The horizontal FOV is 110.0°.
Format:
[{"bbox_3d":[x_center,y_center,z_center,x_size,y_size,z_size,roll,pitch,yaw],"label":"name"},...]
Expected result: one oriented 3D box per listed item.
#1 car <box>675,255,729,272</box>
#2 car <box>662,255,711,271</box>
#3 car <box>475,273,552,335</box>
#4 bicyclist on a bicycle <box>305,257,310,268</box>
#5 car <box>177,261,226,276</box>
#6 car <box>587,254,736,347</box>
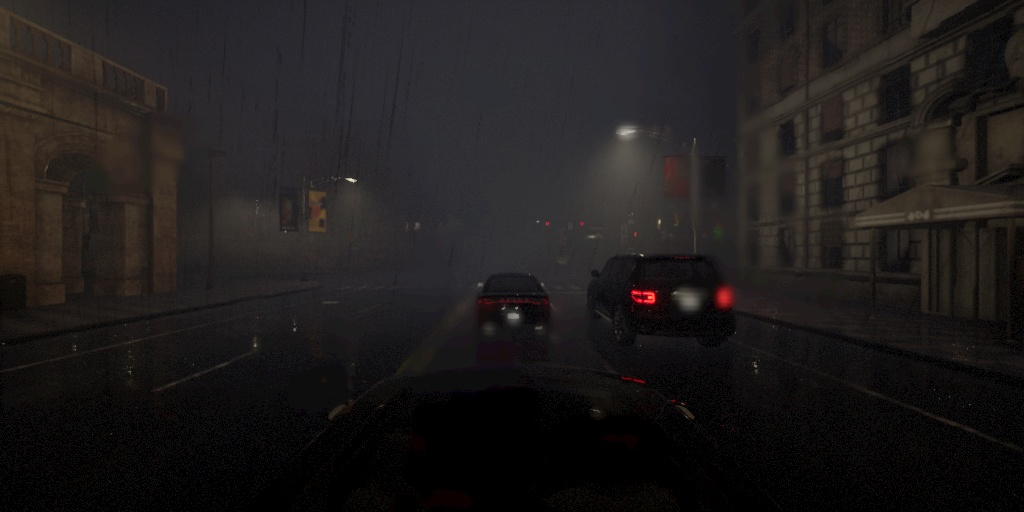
[{"bbox_3d":[23.402,0.916,44.298,5.566,2.045,2.150,-1,0,1],"label":"car"},{"bbox_3d":[23.182,0.917,47.808,5.566,2.045,2.150,0,0,0],"label":"car"},{"bbox_3d":[-0.011,1.217,10.522,1.882,1.535,5.008,0,0,-2],"label":"car"},{"bbox_3d":[-31.577,0.988,55.255,0.582,1.620,1.656,0,0,0],"label":"bicyclist on a bicycle"},{"bbox_3d":[-31.324,1.236,35.777,4.674,1.442,1.812,0,0,0],"label":"car"},{"bbox_3d":[3.455,0.962,9.442,2.150,2.045,5.566,0,0,2],"label":"car"}]
